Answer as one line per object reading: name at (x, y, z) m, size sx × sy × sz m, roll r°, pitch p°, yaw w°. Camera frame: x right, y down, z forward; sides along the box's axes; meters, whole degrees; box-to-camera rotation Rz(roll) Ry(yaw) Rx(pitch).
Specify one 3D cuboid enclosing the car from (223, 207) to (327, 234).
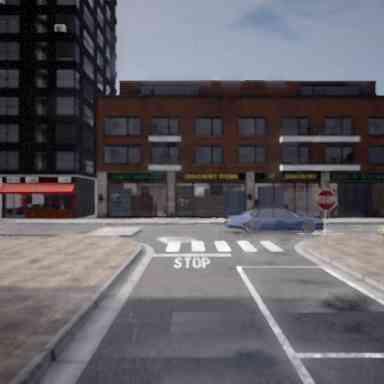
car at (4.426, 1.522, 18.237) m, size 5.357 × 1.411 × 2.033 m, roll 0°, pitch 0°, yaw 0°
